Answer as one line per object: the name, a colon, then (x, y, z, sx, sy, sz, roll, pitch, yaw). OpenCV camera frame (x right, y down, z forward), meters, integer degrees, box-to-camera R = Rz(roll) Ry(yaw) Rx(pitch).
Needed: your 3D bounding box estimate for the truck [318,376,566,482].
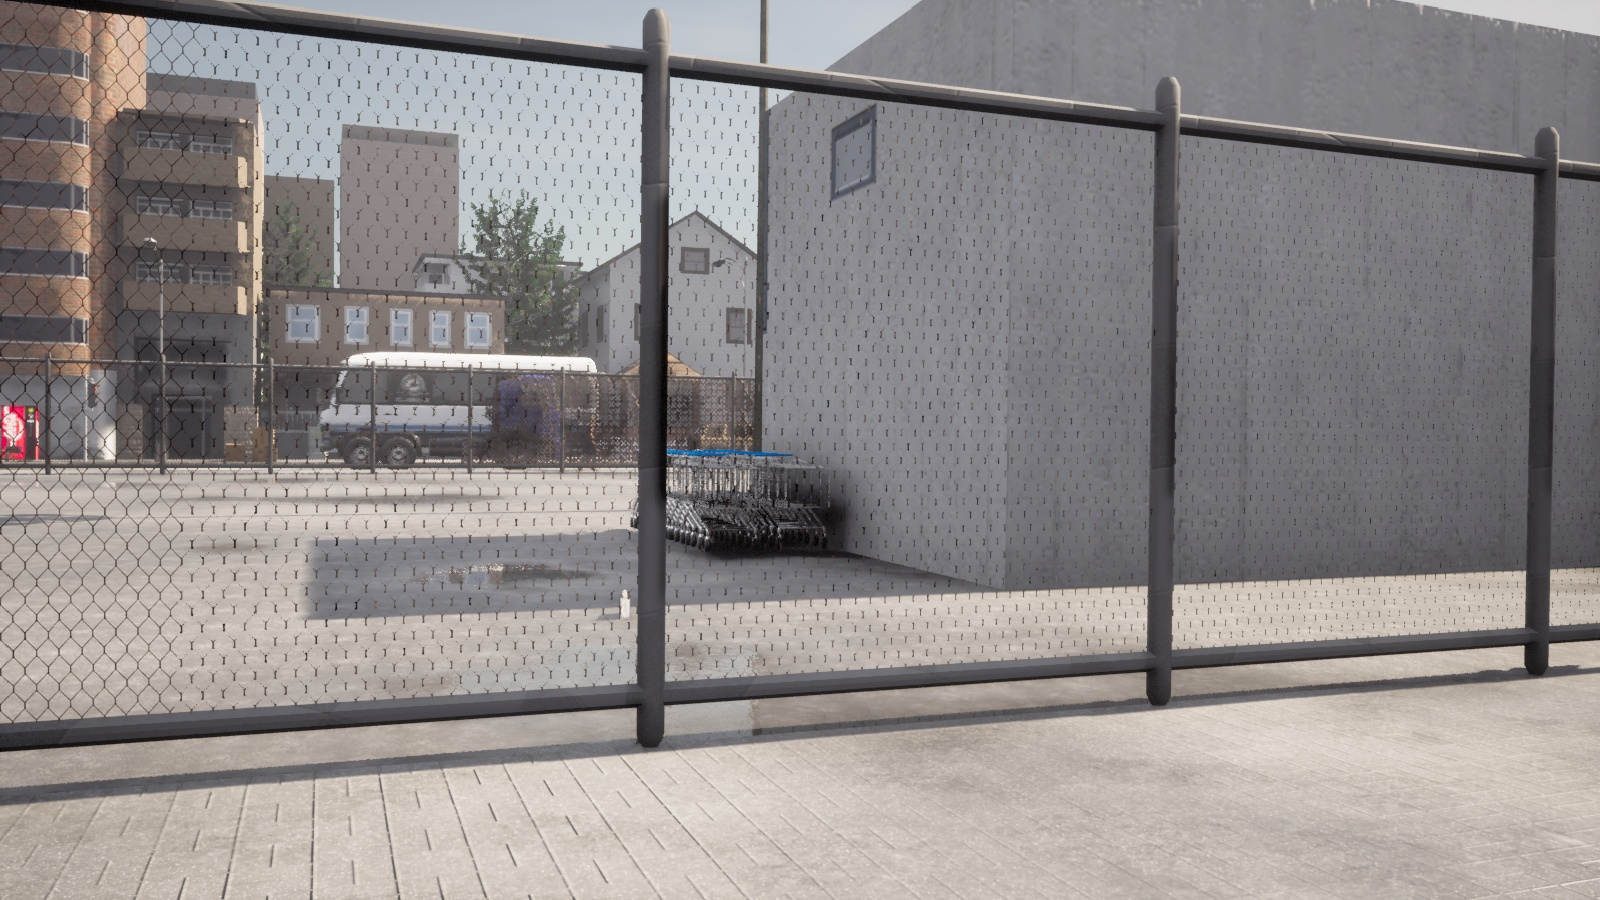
truck: (-12.300, -0.756, 43.328, 7.936, 3.462, 2.891, -1, 1, -19)

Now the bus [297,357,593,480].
bus: (-13.307, -1.202, 47.178, 10.273, 4.253, 3.944, -1, 1, -21)

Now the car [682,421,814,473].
car: (-1.958, -0.133, 47.269, 4.605, 1.855, 1.932, -1, 1, -19)

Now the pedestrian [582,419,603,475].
pedestrian: (-6.858, -0.093, 41.464, 0.594, 1.836, 0.345, -1, 1, -30)
